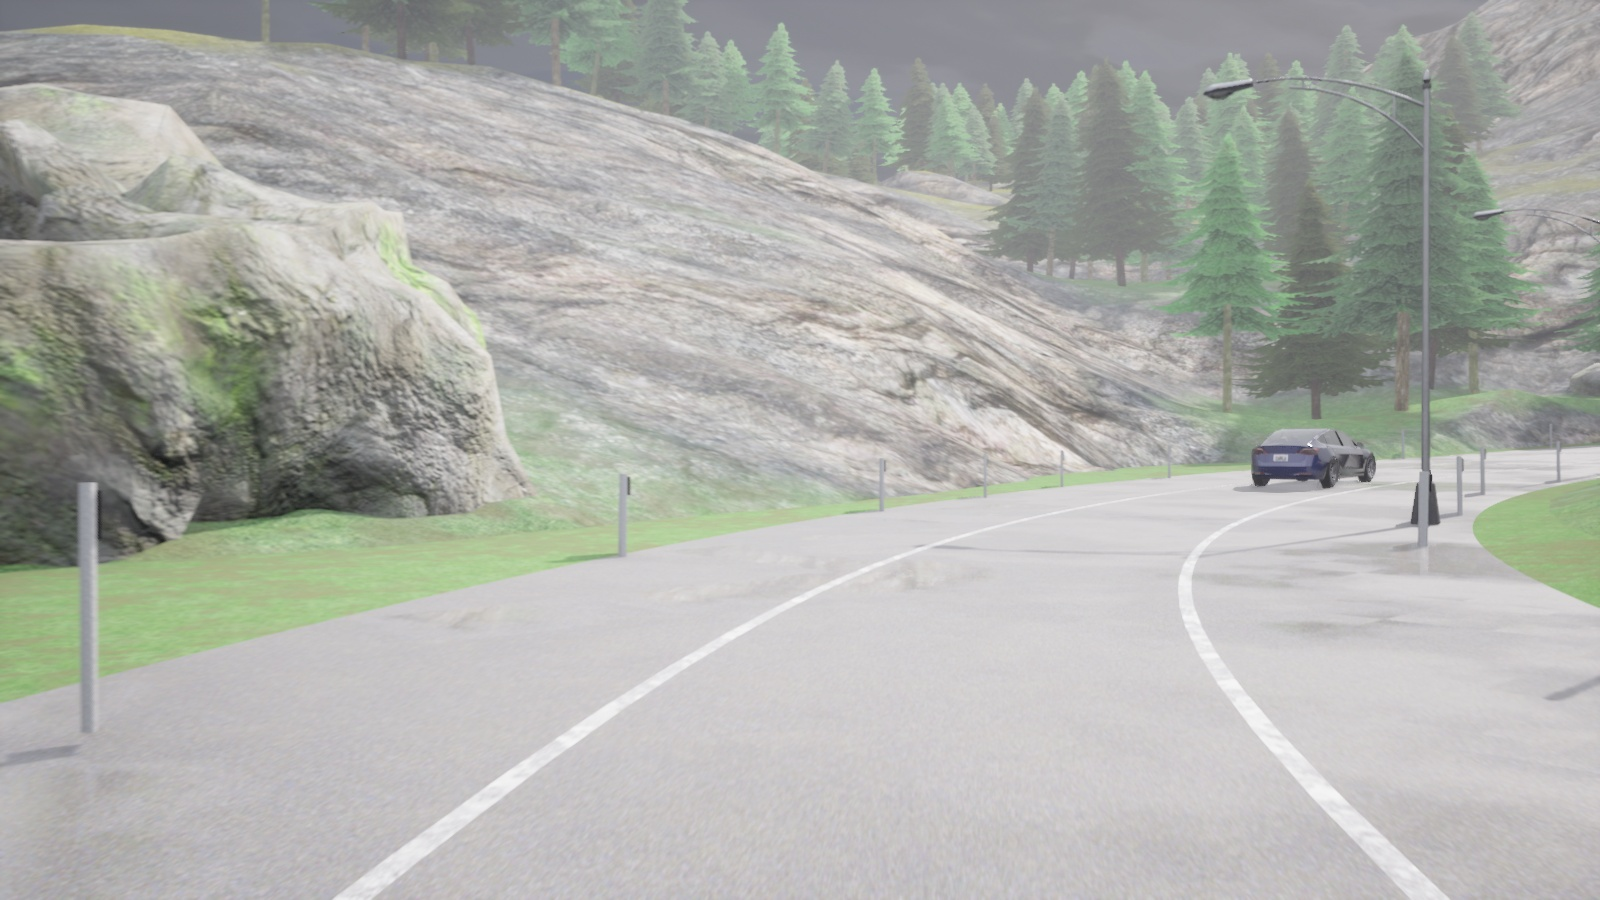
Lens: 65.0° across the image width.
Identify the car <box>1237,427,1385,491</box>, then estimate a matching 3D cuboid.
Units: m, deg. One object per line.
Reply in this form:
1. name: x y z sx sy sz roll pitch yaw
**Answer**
1. car: 13.397 0.177 32.768 2.163 1.488 4.792 0 2 41
